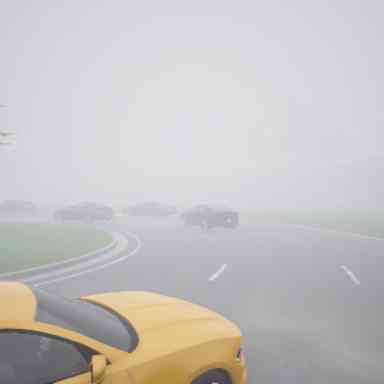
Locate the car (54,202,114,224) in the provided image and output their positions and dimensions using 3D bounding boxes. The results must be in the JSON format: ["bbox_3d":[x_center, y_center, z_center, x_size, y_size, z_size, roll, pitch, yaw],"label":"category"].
[{"bbox_3d":[-8.067,1.503,24.635,4.902,1.511,2.128,0,0,28],"label":"car"}]

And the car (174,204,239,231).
[{"bbox_3d":[0.949,1.480,20.954,1.882,1.535,5.008,1,0,-27],"label":"car"}]

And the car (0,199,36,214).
[{"bbox_3d":[-19.229,1.526,36.048,4.892,1.490,1.837,-1,0,20],"label":"car"}]

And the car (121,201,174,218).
[{"bbox_3d":[-3.922,1.556,30.599,5.357,1.411,2.033,0,0,29],"label":"car"}]

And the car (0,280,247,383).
[{"bbox_3d":[-1.726,1.480,2.540,5.008,1.535,1.882,0,1,-37],"label":"car"}]
